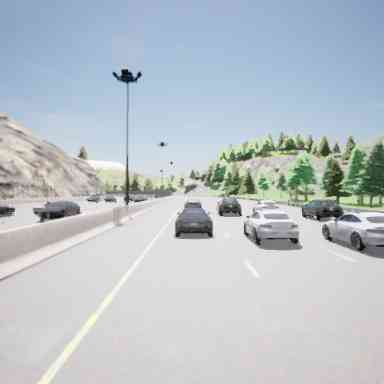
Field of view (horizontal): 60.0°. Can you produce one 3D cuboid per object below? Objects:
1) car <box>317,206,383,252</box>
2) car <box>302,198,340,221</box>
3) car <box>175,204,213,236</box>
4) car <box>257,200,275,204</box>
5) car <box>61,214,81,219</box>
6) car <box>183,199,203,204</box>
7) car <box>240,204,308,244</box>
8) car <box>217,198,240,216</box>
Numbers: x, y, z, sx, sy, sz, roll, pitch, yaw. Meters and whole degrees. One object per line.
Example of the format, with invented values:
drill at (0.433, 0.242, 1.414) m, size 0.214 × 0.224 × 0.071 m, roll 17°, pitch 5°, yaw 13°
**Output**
car at (7.102, 1.526, 13.859) m, size 1.812 × 1.442 × 4.674 m, roll 0°, pitch 0°, yaw 0°
car at (10.607, 1.352, 27.435) m, size 2.097 × 1.767 × 4.553 m, roll 0°, pitch 0°, yaw 0°
car at (0.104, 1.564, 18.416) m, size 1.994 × 1.385 × 4.181 m, roll 0°, pitch 0°, yaw 0°
car at (7.107, 1.525, 31.975) m, size 1.812 × 1.442 × 4.674 m, roll 0°, pitch 0°, yaw 0°
car at (-10.591, 1.477, 27.051) m, size 1.882 × 1.535 × 5.008 m, roll 0°, pitch 0°, yaw 0°
car at (0.111, 1.491, 35.987) m, size 2.128 × 1.511 × 4.902 m, roll 0°, pitch 0°, yaw 0°
car at (3.603, 1.526, 15.604) m, size 1.812 × 1.442 × 4.674 m, roll 0°, pitch 0°, yaw 0°
car at (3.608, 1.352, 33.027) m, size 2.097 × 1.767 × 4.553 m, roll 0°, pitch 0°, yaw 0°
